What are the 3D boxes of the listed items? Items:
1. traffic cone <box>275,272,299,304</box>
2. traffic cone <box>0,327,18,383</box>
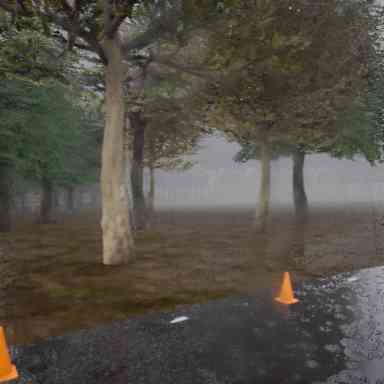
[{"bbox_3d":[1.958,1.941,6.858,0.340,0.580,0.340,0,0,-32],"label":"traffic cone"},{"bbox_3d":[-2.315,1.933,4.031,0.340,0.580,0.340,0,0,-35],"label":"traffic cone"}]
